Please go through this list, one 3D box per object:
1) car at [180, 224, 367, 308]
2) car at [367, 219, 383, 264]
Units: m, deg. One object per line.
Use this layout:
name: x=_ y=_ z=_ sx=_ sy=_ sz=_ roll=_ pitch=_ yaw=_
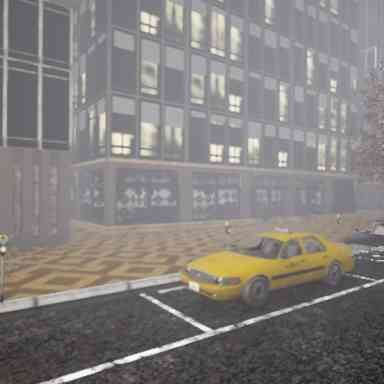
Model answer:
car: x=2.011 y=1.555 z=7.977 sx=4.829 sy=1.417 sz=1.752 roll=0 pitch=0 yaw=-35
car: x=6.791 y=1.607 z=11.373 sx=4.403 sy=1.369 sz=2.008 roll=0 pitch=0 yaw=-35
